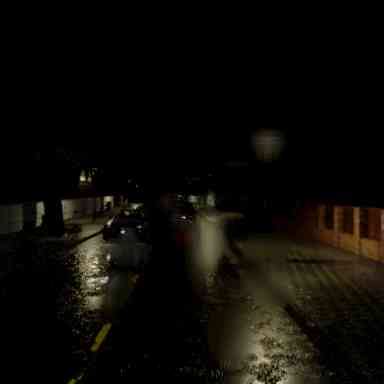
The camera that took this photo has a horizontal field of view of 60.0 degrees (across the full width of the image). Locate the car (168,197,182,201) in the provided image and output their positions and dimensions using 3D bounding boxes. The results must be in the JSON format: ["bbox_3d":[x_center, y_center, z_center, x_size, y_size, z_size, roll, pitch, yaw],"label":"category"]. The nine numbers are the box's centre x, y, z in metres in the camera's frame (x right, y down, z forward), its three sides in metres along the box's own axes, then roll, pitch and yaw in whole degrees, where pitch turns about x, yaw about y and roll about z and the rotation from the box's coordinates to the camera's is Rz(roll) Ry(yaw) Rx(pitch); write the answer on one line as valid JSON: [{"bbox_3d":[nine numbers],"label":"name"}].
[{"bbox_3d":[-1.919,1.399,42.061,2.097,1.767,4.553,0,0,-5],"label":"car"}]

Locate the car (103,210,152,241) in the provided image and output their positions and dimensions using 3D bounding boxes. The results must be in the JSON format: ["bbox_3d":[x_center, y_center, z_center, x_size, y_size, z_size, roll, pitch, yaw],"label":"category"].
[{"bbox_3d":[-3.088,1.580,16.632,1.994,1.385,4.181,0,0,-2],"label":"car"}]

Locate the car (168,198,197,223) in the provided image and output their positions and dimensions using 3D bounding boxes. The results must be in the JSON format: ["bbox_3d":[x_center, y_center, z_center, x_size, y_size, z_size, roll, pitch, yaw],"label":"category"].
[{"bbox_3d":[-0.692,1.524,25.593,1.837,1.490,4.892,0,0,-3],"label":"car"}]
